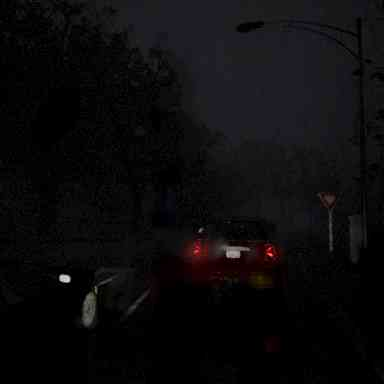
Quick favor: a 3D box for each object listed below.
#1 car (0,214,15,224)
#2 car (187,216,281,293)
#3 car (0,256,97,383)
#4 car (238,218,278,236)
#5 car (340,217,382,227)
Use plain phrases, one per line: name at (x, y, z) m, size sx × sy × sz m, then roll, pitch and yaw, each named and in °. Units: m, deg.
car at (-29.206, 4.051, 49.813) m, size 1.837 × 1.490 × 4.892 m, roll -4°, pitch -6°, yaw 41°
car at (1.208, 1.451, 9.305) m, size 2.097 × 1.767 × 4.553 m, roll 0°, pitch -2°, yaw 9°
car at (-2.699, 1.495, 3.910) m, size 1.882 × 1.535 × 5.008 m, roll 0°, pitch 0°, yaw 4°
car at (5.522, 2.802, 27.356) m, size 1.895 × 1.301 × 4.718 m, roll -2°, pitch -4°, yaw 29°
car at (23.547, 4.074, 46.388) m, size 5.357 × 1.411 × 2.033 m, roll 1°, pitch -4°, yaw -3°
